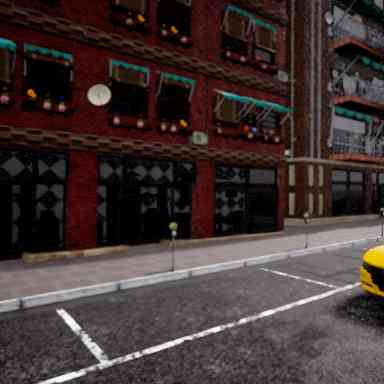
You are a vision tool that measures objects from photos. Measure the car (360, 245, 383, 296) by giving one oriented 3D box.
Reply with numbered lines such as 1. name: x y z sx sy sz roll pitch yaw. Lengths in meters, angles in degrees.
1. car: 5.747 1.420 7.478 5.008 1.535 1.882 0 0 -35
